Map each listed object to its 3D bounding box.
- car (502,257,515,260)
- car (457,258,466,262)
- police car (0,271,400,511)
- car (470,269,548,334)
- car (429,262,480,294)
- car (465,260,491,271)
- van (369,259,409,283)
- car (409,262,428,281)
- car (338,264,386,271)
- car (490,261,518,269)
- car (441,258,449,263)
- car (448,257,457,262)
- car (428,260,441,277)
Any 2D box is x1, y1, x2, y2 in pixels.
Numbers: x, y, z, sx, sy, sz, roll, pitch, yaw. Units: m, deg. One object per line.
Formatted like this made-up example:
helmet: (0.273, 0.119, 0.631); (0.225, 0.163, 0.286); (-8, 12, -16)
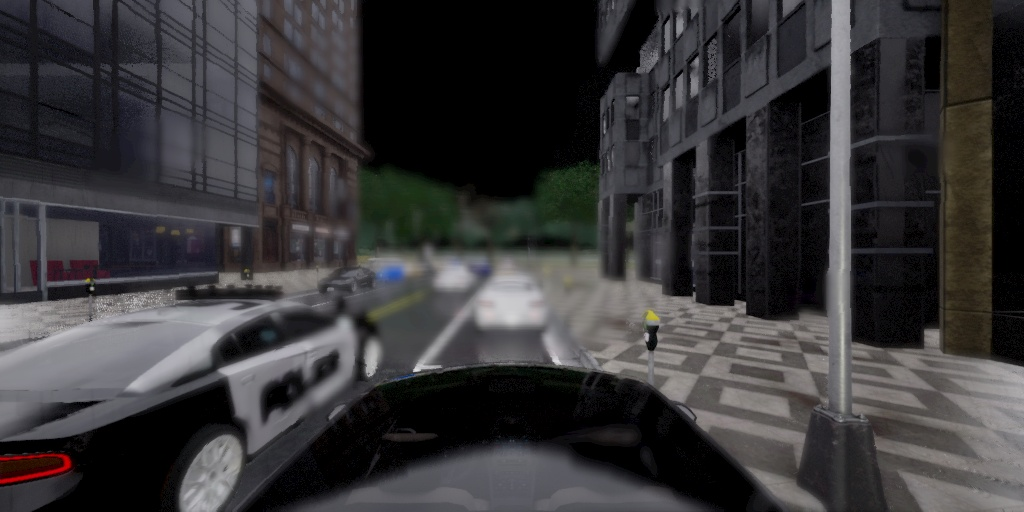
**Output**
car: (-0.383, 1.196, 36.298); (1.967, 1.591, 4.097); (0, 0, 0)
car: (-6.166, 1.270, 48.012); (1.837, 1.490, 4.892); (0, -1, 0)
police car: (-3.145, 1.174, 4.206); (1.930, 1.638, 5.238); (0, 0, 0)
car: (0.003, 1.276, 10.500); (1.812, 1.442, 4.674); (0, 0, 0)
car: (-3.123, 1.277, 20.368); (1.812, 1.442, 4.674); (0, 0, 0)
car: (-3.119, 1.234, 35.717); (1.882, 1.535, 5.008); (0, 0, 1)
van: (-8.908, 1.093, 25.423); (1.690, 1.789, 3.998); (0, 0, 0)
car: (-8.908, 1.280, 30.691); (1.751, 1.417, 4.829); (0, 0, 0)
car: (-8.908, 1.317, 19.986); (1.948, 1.339, 4.313); (0, 0, 0)
car: (-0.383, 1.278, 25.593); (1.751, 1.417, 4.829); (0, 0, 0)
car: (-8.908, 1.284, 41.566); (1.751, 1.417, 4.829); (0, 0, 0)
car: (-8.908, 1.202, 47.173); (1.967, 1.591, 4.097); (0, 0, 0)
car: (-8.908, 1.322, 36.298); (1.948, 1.339, 4.313); (0, 0, 0)
